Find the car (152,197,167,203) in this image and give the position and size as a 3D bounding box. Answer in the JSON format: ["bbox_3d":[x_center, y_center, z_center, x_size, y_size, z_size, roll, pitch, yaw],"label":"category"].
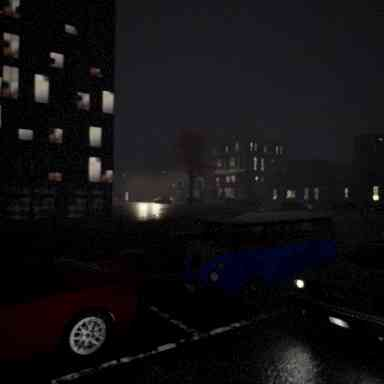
[{"bbox_3d":[-8.524,2.011,87.297,1.752,1.417,4.829,1,-1,-35],"label":"car"}]

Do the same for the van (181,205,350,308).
[{"bbox_3d":[1.675,1.352,7.694,3.998,1.788,1.690,0,1,-35],"label":"van"}]

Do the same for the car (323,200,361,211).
[{"bbox_3d":[20.720,1.807,45.284,1.947,1.339,4.313,1,-1,-35],"label":"car"}]

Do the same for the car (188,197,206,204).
[{"bbox_3d":[1.052,1.844,73.466,1.967,1.590,4.097,1,-1,-35],"label":"car"}]

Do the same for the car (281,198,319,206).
[{"bbox_3d":[13.015,1.548,41.239,1.967,1.590,4.097,1,-1,-35],"label":"car"}]

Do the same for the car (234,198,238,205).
[{"bbox_3d":[10.601,1.639,59.825,2.192,1.841,5.009,1,-1,-35],"label":"car"}]

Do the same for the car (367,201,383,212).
[{"bbox_3d":[23.840,1.766,40.776,2.008,1.369,4.403,1,-1,-35],"label":"car"}]

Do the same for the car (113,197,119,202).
[{"bbox_3d":[-21.539,1.930,91.374,1.752,1.417,4.829,1,-1,-35],"label":"car"}]

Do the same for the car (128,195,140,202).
[{"bbox_3d":[-15.315,1.916,82.386,1.947,1.339,4.313,1,-1,-35],"label":"car"}]

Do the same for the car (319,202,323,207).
[{"bbox_3d":[17.600,1.849,49.789,1.802,1.307,4.206,1,-1,-35],"label":"car"}]

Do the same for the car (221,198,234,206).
[{"bbox_3d":[7.413,1.791,64.369,1.967,1.590,4.097,1,-1,-35],"label":"car"}]

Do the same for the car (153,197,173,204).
[{"bbox_3d":[-5.740,1.794,68.554,1.752,1.417,4.829,1,-1,-35],"label":"car"}]

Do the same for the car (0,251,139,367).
[{"bbox_3d":[-2.925,1.545,4.419,4.507,1.381,1.887,0,1,-35],"label":"car"}]

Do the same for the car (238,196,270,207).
[{"bbox_3d":[9.726,1.723,50.794,1.812,1.442,4.674,1,-1,-35],"label":"car"}]

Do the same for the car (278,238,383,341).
[{"bbox_3d":[3.960,1.614,6.198,4.718,1.301,1.895,0,0,-35],"label":"car"}]

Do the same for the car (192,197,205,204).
[{"bbox_3d":[0.522,1.548,64.249,1.994,1.385,4.181,1,-1,-35],"label":"car"}]
